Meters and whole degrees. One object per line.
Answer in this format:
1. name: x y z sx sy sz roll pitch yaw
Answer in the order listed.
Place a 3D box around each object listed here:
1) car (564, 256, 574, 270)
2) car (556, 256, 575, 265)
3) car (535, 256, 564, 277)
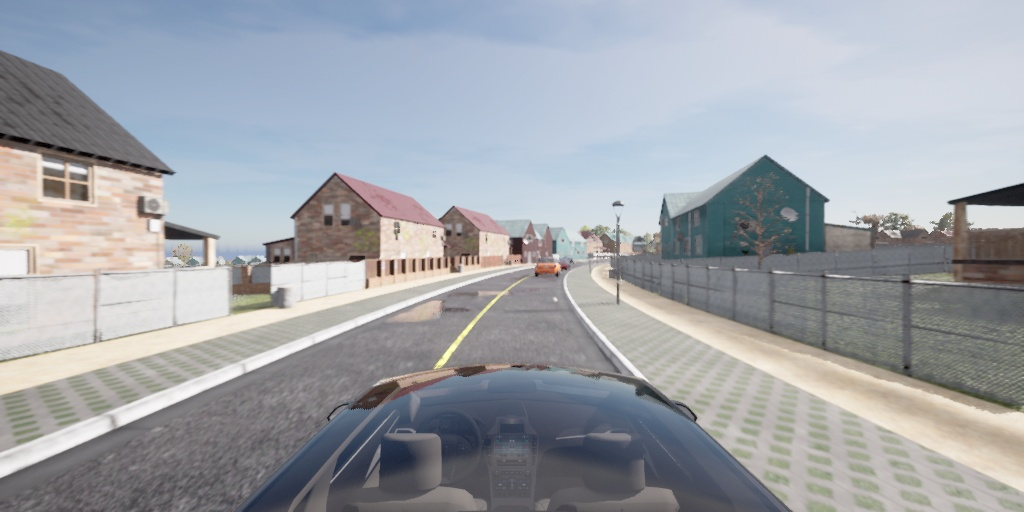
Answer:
1. car: 6.098 0.998 44.179 1.994 1.385 4.181 0 1 16
2. car: 9.430 0.702 62.621 2.128 1.511 4.902 0 1 23
3. car: 3.346 0.918 32.956 2.097 1.767 4.553 0 1 11
